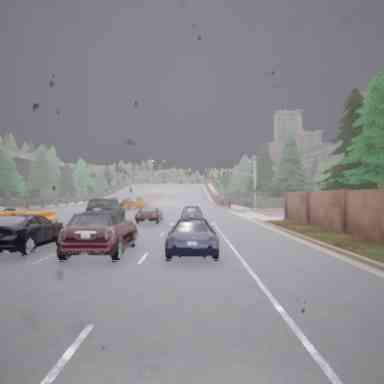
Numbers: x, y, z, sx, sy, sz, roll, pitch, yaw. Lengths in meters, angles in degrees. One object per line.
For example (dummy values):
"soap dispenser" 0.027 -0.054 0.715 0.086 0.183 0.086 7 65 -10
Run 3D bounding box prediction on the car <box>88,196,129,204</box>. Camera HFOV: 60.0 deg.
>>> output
"car" -6.997 1.529 27.216 2.150 2.045 5.566 0 0 0

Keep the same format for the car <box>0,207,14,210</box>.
"car" -14.030 1.793 24.026 1.812 1.442 4.674 0 -1 0

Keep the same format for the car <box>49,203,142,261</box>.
"car" -3.485 1.498 13.060 2.097 1.767 4.553 0 -1 0

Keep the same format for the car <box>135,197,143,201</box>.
"car" -14.128 2.150 88.568 1.837 1.490 4.892 0 2 0

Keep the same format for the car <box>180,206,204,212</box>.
"car" 0.002 1.851 27.169 2.033 1.411 5.357 0 -1 0

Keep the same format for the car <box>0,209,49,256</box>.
"car" -6.980 1.633 13.870 1.882 1.535 5.008 0 0 0

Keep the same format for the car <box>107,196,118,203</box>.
"car" -21.128 2.003 88.553 2.097 1.767 4.553 0 2 0

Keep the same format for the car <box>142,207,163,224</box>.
"car" -3.490 1.912 27.888 1.895 1.301 4.718 0 -1 0

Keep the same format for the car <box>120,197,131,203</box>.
"car" -17.628 2.189 88.548 2.033 1.411 5.357 0 2 0

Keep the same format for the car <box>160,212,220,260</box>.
"car" 0.016 1.712 13.146 1.994 1.385 4.181 0 -1 0
